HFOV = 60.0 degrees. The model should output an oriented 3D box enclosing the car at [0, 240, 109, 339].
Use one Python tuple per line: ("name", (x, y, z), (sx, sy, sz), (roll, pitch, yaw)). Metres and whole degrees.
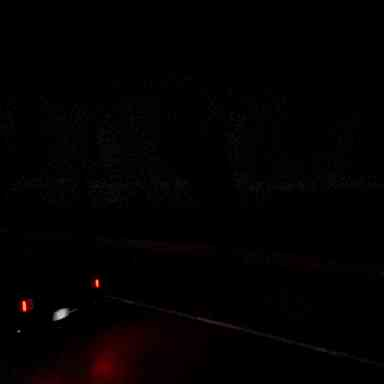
("car", (-3.907, 1.592, 6.280), (4.718, 1.301, 1.895), (0, 0, 31))
